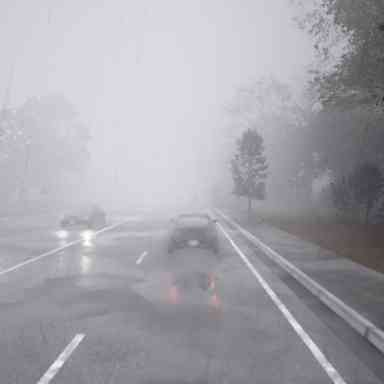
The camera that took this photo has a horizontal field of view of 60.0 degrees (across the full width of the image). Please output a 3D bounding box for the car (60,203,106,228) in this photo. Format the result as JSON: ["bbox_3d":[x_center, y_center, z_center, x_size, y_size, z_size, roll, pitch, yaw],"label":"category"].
[{"bbox_3d":[-6.974,1.495,21.814,1.812,1.442,4.674,0,0,1],"label":"car"}]

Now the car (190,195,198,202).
[{"bbox_3d":[0.402,1.553,79.690,2.128,1.511,4.902,0,0,0],"label":"car"}]

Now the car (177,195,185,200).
[{"bbox_3d":[-3.044,1.506,90.154,1.895,1.301,4.718,0,0,0],"label":"car"}]

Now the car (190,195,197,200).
[{"bbox_3d":[0.456,1.530,90.136,1.895,1.301,4.718,0,0,0],"label":"car"}]

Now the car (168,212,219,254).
[{"bbox_3d":[0.057,1.537,13.393,1.812,1.442,4.674,0,0,0],"label":"car"}]

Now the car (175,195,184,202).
[{"bbox_3d":[-3.096,1.555,80.111,1.994,1.385,4.181,0,0,0],"label":"car"}]
